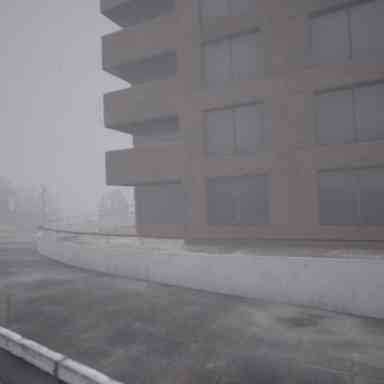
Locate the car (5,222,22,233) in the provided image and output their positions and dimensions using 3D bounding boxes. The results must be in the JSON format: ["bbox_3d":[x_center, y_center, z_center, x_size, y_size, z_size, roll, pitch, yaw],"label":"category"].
[{"bbox_3d":[-33.533,6.427,58.465,5.366,1.575,1.946,-1,-6,6],"label":"car"}]

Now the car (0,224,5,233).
[{"bbox_3d":[-34.676,6.168,55.742,4.674,1.452,2.002,-2,-7,6],"label":"car"}]

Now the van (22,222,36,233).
[{"bbox_3d":[-31.908,6.496,61.166,4.442,1.987,1.878,-2,-7,6],"label":"van"}]

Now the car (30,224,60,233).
[{"bbox_3d":[-29.364,7.320,66.550,4.892,1.521,2.231,-2,-6,6],"label":"car"}]

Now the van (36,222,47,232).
[{"bbox_3d":[-30.582,6.795,63.873,4.442,1.987,1.878,-2,-7,6],"label":"van"}]

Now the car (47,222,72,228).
[{"bbox_3d":[-24.650,7.090,64.240,2.128,1.511,4.902,-3,-7,26],"label":"car"}]
